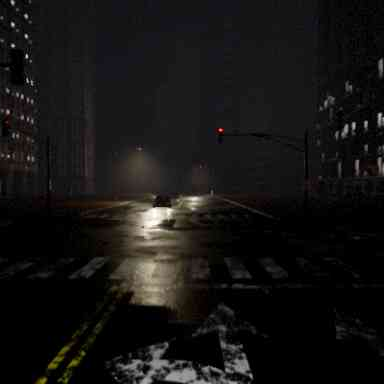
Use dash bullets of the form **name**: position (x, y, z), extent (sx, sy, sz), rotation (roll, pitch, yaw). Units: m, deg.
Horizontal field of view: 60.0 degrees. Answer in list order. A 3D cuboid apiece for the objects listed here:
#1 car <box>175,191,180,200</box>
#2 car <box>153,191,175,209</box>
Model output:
- **car**: position (-3.392, 0.588, 63.289), extent (1.882, 1.535, 5.008), rotation (0, 1, -1)
- **car**: position (-3.252, 1.038, 37.325), extent (1.882, 1.535, 5.008), rotation (0, 2, 0)
